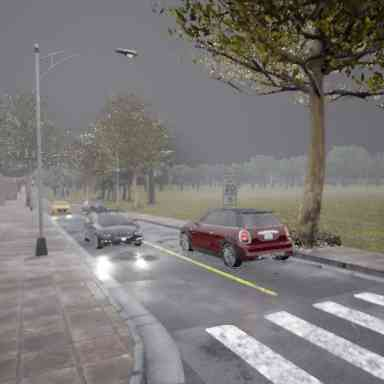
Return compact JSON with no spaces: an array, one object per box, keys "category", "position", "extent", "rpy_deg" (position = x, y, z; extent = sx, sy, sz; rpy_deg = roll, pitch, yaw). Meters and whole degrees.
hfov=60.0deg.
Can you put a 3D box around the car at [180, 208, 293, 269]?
[{"category":"car","position":[1.288,1.340,11.592],"extent":[2.097,1.767,4.553],"rpy_deg":[-1,0,-26]}]

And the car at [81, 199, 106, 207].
[{"category":"car","position":[-10.641,1.565,35.774],"extent":[2.097,1.767,4.553],"rpy_deg":[-1,0,-26]}]

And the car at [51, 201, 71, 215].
[{"category":"car","position":[-15.045,1.794,38.162],"extent":[1.882,1.535,5.008],"rpy_deg":[-1,0,-26]}]

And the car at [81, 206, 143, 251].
[{"category":"car","position":[-3.708,1.601,15.060],"extent":[1.837,1.490,4.892],"rpy_deg":[-1,0,-26]}]
